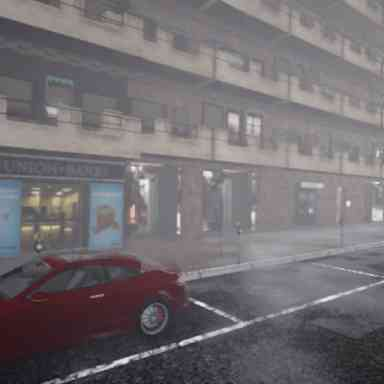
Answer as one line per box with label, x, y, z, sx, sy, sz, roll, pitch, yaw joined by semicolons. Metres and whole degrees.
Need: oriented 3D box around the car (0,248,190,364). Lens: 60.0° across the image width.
car;-1.980;1.595;5.135;4.206;1.307;1.802;1;0;-36
